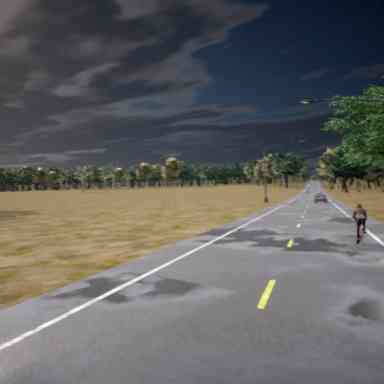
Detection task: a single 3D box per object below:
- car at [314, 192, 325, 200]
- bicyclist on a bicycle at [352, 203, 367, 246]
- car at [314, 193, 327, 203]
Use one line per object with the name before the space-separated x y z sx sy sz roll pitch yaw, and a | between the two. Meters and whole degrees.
car | 26.376 0.849 69.051 2.033 1.411 5.357 -2 0 20
bicyclist on a bicycle | 6.724 1.289 13.280 0.582 1.620 1.656 -2 -1 20
car | 20.616 0.977 53.238 2.128 1.511 4.902 -2 0 21
